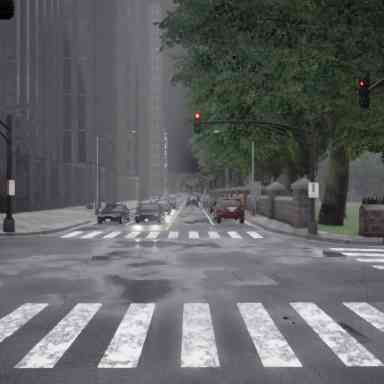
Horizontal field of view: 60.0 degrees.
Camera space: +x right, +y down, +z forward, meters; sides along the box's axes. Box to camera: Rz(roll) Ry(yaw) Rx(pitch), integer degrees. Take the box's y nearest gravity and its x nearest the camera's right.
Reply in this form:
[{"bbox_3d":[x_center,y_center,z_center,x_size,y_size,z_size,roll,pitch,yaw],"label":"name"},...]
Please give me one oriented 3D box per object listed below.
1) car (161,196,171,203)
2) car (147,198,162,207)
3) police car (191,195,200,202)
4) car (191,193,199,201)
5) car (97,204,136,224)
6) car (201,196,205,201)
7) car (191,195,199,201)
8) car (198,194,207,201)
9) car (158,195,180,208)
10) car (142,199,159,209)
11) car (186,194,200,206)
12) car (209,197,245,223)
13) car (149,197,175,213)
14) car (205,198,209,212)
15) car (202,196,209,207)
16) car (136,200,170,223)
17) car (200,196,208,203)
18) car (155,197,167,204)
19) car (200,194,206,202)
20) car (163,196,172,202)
[{"bbox_3d":[-5.861,1.611,74.217,1.887,1.381,4.507,0,0,0],"label":"car"},{"bbox_3d":[-5.831,1.622,52.389,1.802,1.307,4.206,0,0,0],"label":"car"},{"bbox_3d":[0.800,1.495,75.888,1.930,1.638,5.238,0,0,0],"label":"police car"},{"bbox_3d":[0.779,1.319,91.808,2.150,2.045,5.566,0,0,0],"label":"car"},{"bbox_3d":[-5.795,1.576,25.104,1.947,1.339,4.313,0,0,0],"label":"car"},{"bbox_3d":[2.701,1.585,46.950,2.008,1.369,4.403,0,0,0],"label":"car"},{"bbox_3d":[0.786,1.591,85.778,1.837,1.490,4.892,0,0,0],"label":"car"},{"bbox_3d":[2.650,1.399,85.146,2.192,1.841,5.009,0,0,0],"label":"car"},{"bbox_3d":[-3.150,1.524,45.528,2.128,1.511,4.902,0,0,0],"label":"car"},{"bbox_3d":[-5.824,1.616,46.932,1.802,1.307,4.206,0,0,0],"label":"car"},{"bbox_3d":[0.028,1.569,55.015,1.812,1.442,4.674,0,0,0],"label":"car"},{"bbox_3d":[2.730,1.326,25.125,2.192,1.841,5.009,0,0,0],"label":"car"},{"bbox_3d":[-3.132,1.547,35.261,1.812,1.442,4.674,0,0,0],"label":"car"},{"bbox_3d":[2.716,1.588,36.037,1.947,1.339,4.313,0,0,0],"label":"car"},{"bbox_3d":[2.708,1.579,41.493,2.008,1.369,4.403,0,0,0],"label":"car"},{"bbox_3d":[-3.134,1.559,25.623,2.033,1.411,5.357,0,0,0],"label":"car"},{"bbox_3d":[2.664,1.592,74.403,1.752,1.417,4.829,0,0,0],"label":"car"},{"bbox_3d":[-5.846,1.635,63.303,1.802,1.307,4.206,0,0,0],"label":"car"},{"bbox_3d":[2.694,1.481,52.407,1.967,1.590,4.097,0,0,0],"label":"car"},{"bbox_3d":[-5.868,1.620,79.674,1.887,1.381,4.507,0,0,0],"label":"car"}]
